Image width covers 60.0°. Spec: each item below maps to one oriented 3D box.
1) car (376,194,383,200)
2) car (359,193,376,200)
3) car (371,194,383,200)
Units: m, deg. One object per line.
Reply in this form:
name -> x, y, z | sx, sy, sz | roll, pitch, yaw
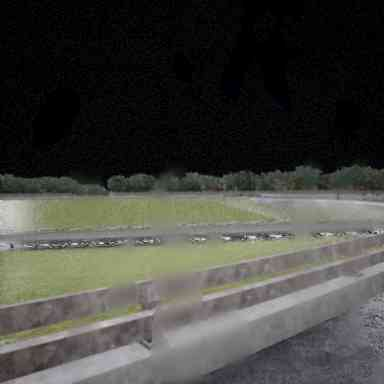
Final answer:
car -> 42.392, 1.301, 71.326 | 2.033, 1.411, 5.357 | -1, 0, 4
car -> 43.079, 1.119, 81.977 | 1.882, 1.535, 5.008 | -1, 0, -2
car -> 46.578, 1.136, 81.907 | 2.033, 1.411, 5.357 | -1, 0, -2
